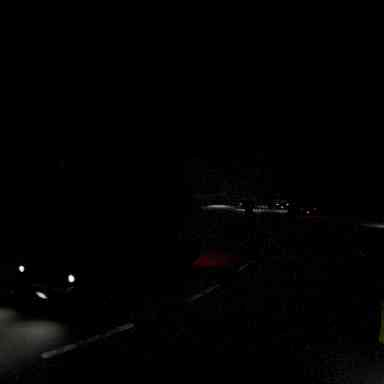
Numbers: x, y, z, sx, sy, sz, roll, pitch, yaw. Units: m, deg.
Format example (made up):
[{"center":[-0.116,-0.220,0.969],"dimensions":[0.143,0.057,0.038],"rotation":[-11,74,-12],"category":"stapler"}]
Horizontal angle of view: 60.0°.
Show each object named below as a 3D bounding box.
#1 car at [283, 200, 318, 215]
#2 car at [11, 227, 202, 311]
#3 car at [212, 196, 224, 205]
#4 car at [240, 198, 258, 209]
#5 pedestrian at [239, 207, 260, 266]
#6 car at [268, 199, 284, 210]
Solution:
[{"center":[10.935,1.601,33.359],"dimensions":[1.895,1.301,4.718],"rotation":[0,0,2],"category":"car"},{"center":[-1.661,1.601,8.063],"dimensions":[1.895,1.301,4.718],"rotation":[0,0,30],"category":"car"},{"center":[4.464,1.493,57.863],"dimensions":[2.128,1.511,4.902],"rotation":[0,0,2],"category":"car"},{"center":[7.576,1.564,44.879],"dimensions":[1.994,1.385,4.181],"rotation":[0,0,2],"category":"car"},{"center":[1.733,1.294,9.994],"dimensions":[0.375,1.860,0.375],"rotation":[0,0,24],"category":"pedestrian"},{"center":[11.223,1.601,43.381],"dimensions":[1.895,1.301,4.718],"rotation":[0,0,2],"category":"car"}]
